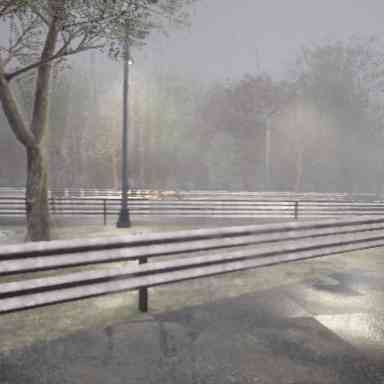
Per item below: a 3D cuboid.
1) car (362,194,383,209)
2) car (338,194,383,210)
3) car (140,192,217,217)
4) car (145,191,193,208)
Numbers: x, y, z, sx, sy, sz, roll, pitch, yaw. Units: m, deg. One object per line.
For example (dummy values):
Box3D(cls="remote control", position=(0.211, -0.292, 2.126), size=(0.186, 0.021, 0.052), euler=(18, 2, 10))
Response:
Box3D(cls="car", position=(20.609, 0.995, 34.129), size=(5.357, 1.411, 2.033), euler=(1, 2, -10))
Box3D(cls="car", position=(13.861, 0.942, 25.848), size=(4.553, 1.767, 2.097), euler=(1, 2, -10))
Box3D(cls="car", position=(-0.924, 0.929, 23.285), size=(5.357, 1.411, 2.033), euler=(1, 2, -10))
Box3D(cls="car", position=(-2.135, 0.696, 30.176), size=(4.181, 1.385, 1.994), euler=(1, 2, -10))
